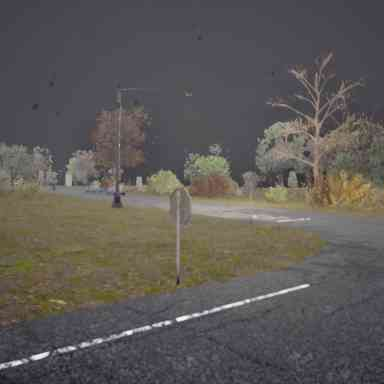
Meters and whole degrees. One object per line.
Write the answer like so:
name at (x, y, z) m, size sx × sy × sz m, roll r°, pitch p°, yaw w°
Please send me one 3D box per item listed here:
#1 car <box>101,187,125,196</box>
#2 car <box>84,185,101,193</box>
car at (-12.089, -0.163, 52.056) m, size 1.994 × 1.385 × 4.181 m, roll 0°, pitch 2°, yaw -36°
car at (-17.683, -0.488, 59.847) m, size 2.033 × 1.411 × 5.357 m, roll 0°, pitch 2°, yaw -36°
